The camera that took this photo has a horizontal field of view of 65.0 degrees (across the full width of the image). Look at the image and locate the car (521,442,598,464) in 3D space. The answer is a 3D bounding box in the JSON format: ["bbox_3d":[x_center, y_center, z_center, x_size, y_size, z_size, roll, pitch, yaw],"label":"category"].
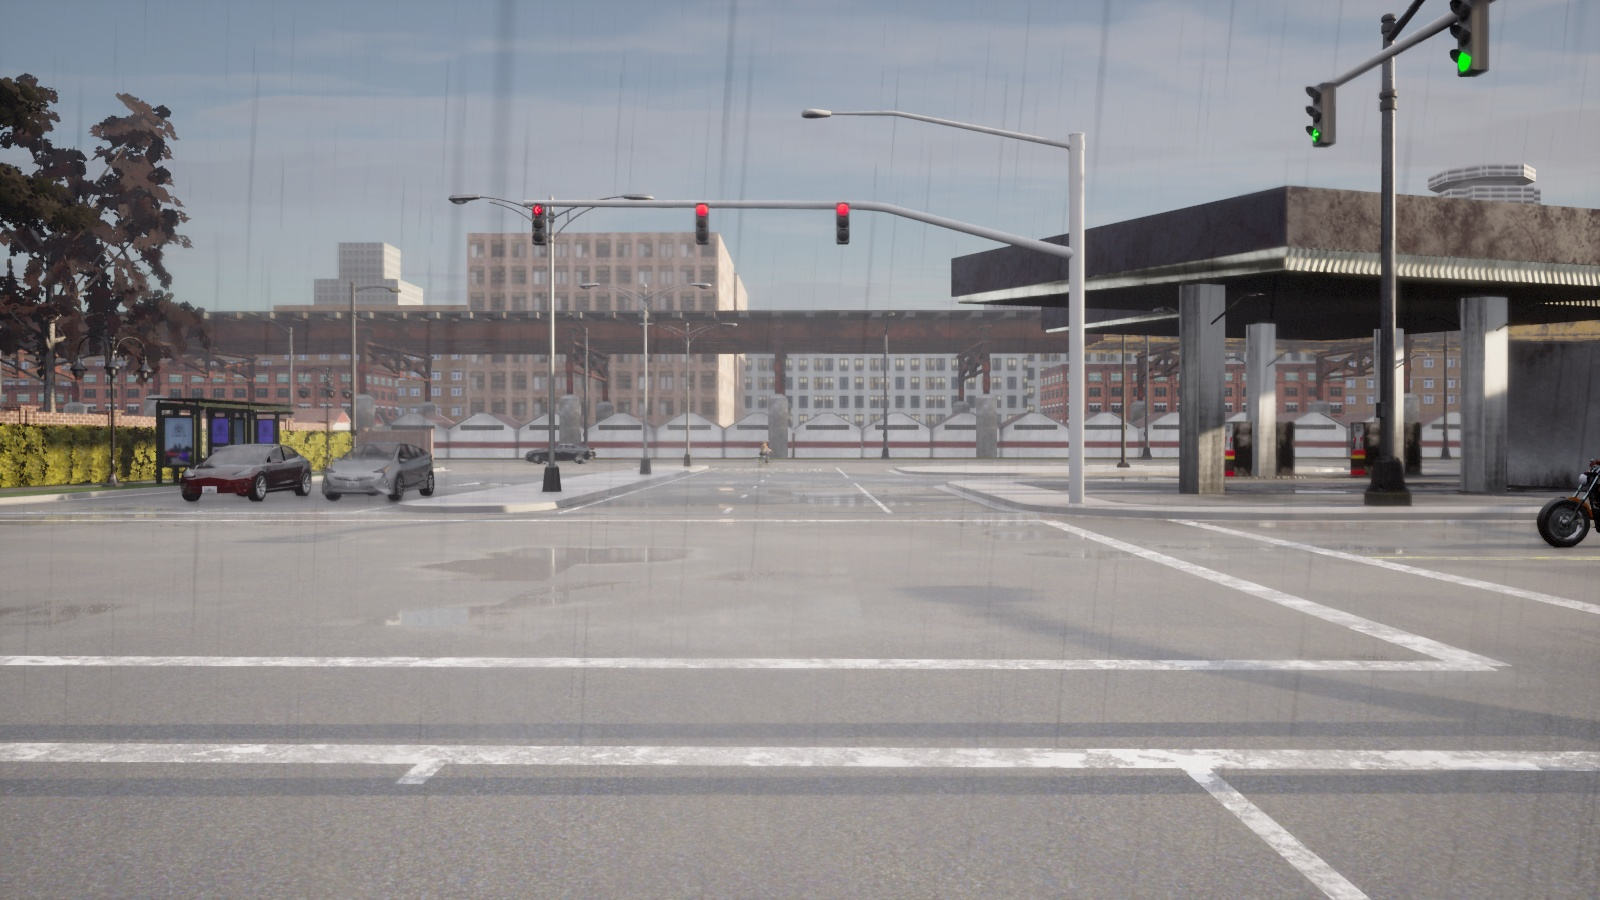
[{"bbox_3d":[-16.767,0.194,87.737,4.902,1.511,2.128,0,0,1],"label":"car"}]

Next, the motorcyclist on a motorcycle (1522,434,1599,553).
[{"bbox_3d":[11.649,0.606,17.834,2.350,1.649,0.766,0,0,-1],"label":"motorcyclist on a motorcycle"}]

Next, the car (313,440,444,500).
[{"bbox_3d":[-11.300,0.492,34.023,2.007,1.525,4.514,0,0,0],"label":"car"}]

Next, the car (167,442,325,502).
[{"bbox_3d":[-14.822,0.543,33.925,2.163,1.488,4.792,0,0,0],"label":"car"}]
